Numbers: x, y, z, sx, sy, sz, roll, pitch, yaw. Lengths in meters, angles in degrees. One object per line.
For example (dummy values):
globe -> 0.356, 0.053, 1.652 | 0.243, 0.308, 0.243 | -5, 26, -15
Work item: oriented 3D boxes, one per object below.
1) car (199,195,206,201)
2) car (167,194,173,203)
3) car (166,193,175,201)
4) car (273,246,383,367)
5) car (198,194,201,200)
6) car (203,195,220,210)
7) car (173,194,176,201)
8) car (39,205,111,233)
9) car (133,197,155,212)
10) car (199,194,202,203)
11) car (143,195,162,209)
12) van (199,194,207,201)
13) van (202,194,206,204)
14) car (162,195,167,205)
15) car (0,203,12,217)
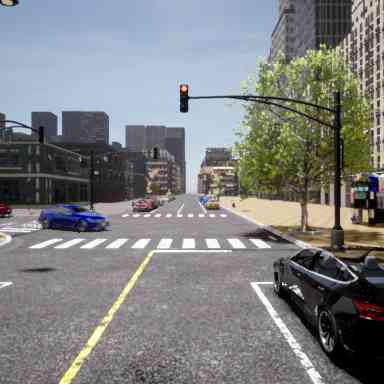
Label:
car -> 2.740, 1.534, 88.397 | 1.752, 1.417, 4.829 | 0, 0, 0
car -> -5.649, 1.532, 71.406 | 1.752, 1.417, 4.829 | 0, 0, 0
car -> -5.640, 1.324, 88.229 | 2.192, 1.841, 5.009 | 0, 0, 0
car -> 2.698, 1.566, 5.789 | 1.947, 1.339, 4.313 | 0, 0, 0
car -> 2.731, 1.572, 71.574 | 1.947, 1.339, 4.313 | 0, 0, 0
car -> 2.717, 1.528, 43.988 | 1.752, 1.417, 4.829 | 0, 0, 0
car -> -5.644, 1.559, 82.678 | 2.008, 1.369, 4.403 | 0, 0, 0
car -> -6.980, 1.509, 19.647 | 4.674, 1.442, 1.812 | 1, -1, 27
car -> -5.666, 1.584, 38.269 | 1.802, 1.307, 4.206 | 0, 0, 0
car -> 2.725, 1.556, 60.472 | 2.008, 1.369, 4.403 | 0, 0, 0
car -> -5.662, 1.318, 43.820 | 2.192, 1.841, 5.009 | 0, 0, 0
van -> 2.738, 1.349, 82.676 | 1.690, 1.788, 3.998 | 0, 0, 0
van -> 2.721, 1.345, 49.370 | 1.690, 1.788, 3.998 | 0, 0, 0
car -> -5.658, 1.555, 54.923 | 2.008, 1.369, 4.403 | 0, 0, 0
car -> -17.254, 1.371, 27.278 | 4.507, 1.381, 1.887 | 1, -1, -1
